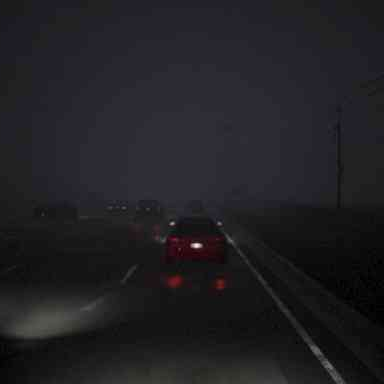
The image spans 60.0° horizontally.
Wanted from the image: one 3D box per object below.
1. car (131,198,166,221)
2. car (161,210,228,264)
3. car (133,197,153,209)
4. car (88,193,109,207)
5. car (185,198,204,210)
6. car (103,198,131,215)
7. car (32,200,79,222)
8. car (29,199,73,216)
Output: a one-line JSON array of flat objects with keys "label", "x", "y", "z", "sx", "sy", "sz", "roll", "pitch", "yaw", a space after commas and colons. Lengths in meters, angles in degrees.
[{"label": "car", "x": -3.280, "y": 1.312, "z": 27.010, "sx": 2.097, "sy": 1.767, "sz": 4.553, "roll": 0, "pitch": 0, "yaw": 0}, {"label": "car", "x": 0.146, "y": 1.552, "z": 11.835, "sx": 1.994, "sy": 1.385, "sz": 4.181, "roll": 0, "pitch": 0, "yaw": 0}, {"label": "car", "x": -6.758, "y": 1.491, "z": 46.223, "sx": 1.994, "sy": 1.385, "sz": 4.181, "roll": 0, "pitch": 0, "yaw": 1}, {"label": "car", "x": -13.669, "y": 1.120, "z": 49.323, "sx": 2.150, "sy": 2.045, "sz": 5.566, "roll": 0, "pitch": 0, "yaw": 0}, {"label": "car", "x": 0.262, "y": 1.440, "z": 35.632, "sx": 1.882, "sy": 1.535, "sz": 5.008, "roll": 0, "pitch": 0, "yaw": 0}, {"label": "car", "x": -6.850, "y": 1.488, "z": 33.083, "sx": 2.033, "sy": 1.411, "sz": 5.357, "roll": 0, "pitch": 0, "yaw": 0}, {"label": "car", "x": -10.287, "y": 1.413, "z": 25.483, "sx": 1.882, "sy": 1.535, "sz": 5.008, "roll": 0, "pitch": 0, "yaw": 0}, {"label": "car", "x": -13.745, "y": 1.463, "z": 32.872, "sx": 2.033, "sy": 1.411, "sz": 5.357, "roll": 0, "pitch": 0, "yaw": 1}]
